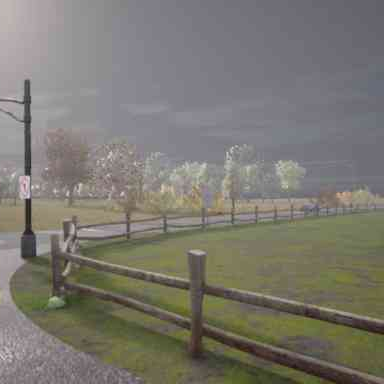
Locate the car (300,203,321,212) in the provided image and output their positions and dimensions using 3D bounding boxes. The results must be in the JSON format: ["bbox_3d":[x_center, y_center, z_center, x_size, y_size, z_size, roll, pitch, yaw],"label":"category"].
[{"bbox_3d":[18.950,2.441,52.944,2.033,1.411,5.357,-1,-2,40],"label":"car"}]
